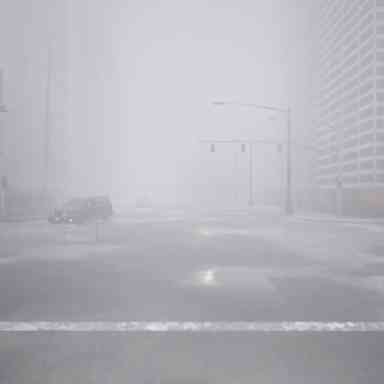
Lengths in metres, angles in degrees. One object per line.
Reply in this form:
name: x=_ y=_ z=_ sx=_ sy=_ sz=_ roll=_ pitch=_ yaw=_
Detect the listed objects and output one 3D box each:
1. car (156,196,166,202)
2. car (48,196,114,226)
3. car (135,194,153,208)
car: x=-7.071 y=1.619 z=76.033 sx=1.994 sy=1.385 sz=4.181 roll=0 pitch=0 yaw=0
car: x=-7.898 y=1.349 z=24.326 sx=2.150 sy=2.045 sz=5.566 roll=0 pitch=2 yaw=19
car: x=-7.046 y=1.391 z=49.159 sx=2.097 sy=1.767 sz=4.553 roll=0 pitch=0 yaw=0
